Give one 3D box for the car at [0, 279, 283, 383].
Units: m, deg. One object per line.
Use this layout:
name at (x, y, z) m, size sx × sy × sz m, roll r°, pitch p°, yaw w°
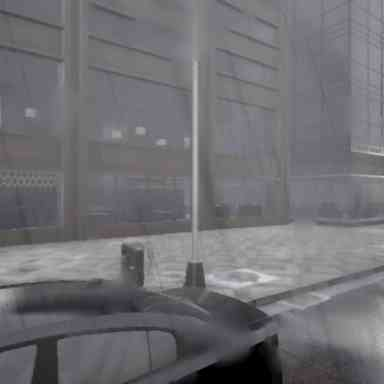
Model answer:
car at (-1.489, 1.495, 2.281) m, size 5.008 × 1.535 × 1.882 m, roll 1°, pitch -1°, yaw -36°
